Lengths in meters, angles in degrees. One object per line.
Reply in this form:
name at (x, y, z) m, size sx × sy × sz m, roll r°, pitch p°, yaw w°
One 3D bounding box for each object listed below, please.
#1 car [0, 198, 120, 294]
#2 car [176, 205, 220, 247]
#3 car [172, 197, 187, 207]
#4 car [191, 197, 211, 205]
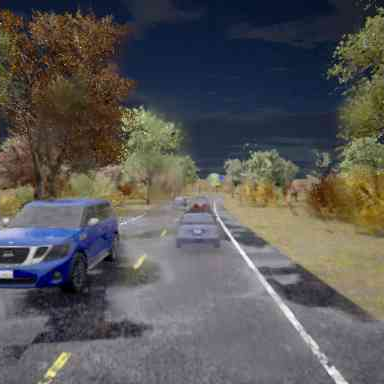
car at (-3.523, 1.212, 9.107) m, size 2.150 × 2.045 × 5.566 m, roll 0°, pitch 0°, yaw 1°
car at (0.268, 1.535, 14.960) m, size 2.033 × 1.411 × 5.357 m, roll 0°, pitch 0°, yaw 1°
car at (-1.898, 1.460, 51.014) m, size 1.812 × 1.442 × 4.674 m, roll 0°, pitch 0°, yaw 4°
car at (0.934, 1.317, 35.261) m, size 2.097 × 1.767 × 4.553 m, roll 0°, pitch 0°, yaw 3°
